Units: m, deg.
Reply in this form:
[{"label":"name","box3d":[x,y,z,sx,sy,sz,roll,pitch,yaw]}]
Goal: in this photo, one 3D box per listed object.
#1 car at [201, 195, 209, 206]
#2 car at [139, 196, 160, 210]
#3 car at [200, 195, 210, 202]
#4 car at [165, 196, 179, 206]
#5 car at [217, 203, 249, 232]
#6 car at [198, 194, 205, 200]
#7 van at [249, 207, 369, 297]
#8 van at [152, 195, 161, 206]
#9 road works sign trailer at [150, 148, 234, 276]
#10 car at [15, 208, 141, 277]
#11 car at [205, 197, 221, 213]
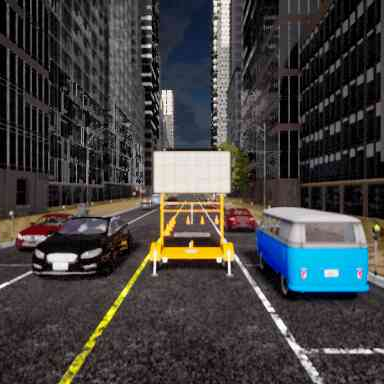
[{"label":"car","box3d":[2.697,1.512,48.116,2.008,1.369,4.403,0,0,0]},{"label":"car","box3d":[-5.684,1.520,42.428,2.008,1.369,4.403,0,0,0]},{"label":"car","box3d":[2.701,1.355,70.885,1.967,1.590,4.097,0,0,0]},{"label":"car","box3d":[-3.081,1.459,52.509,1.837,1.490,4.892,0,0,0]},{"label":"car","box3d":[2.693,1.568,19.653,1.802,1.307,4.206,0,0,0]},{"label":"car","box3d":[2.705,1.401,93.656,1.887,1.381,4.507,0,0,0]},{"label":"van","box3d":[2.691,1.335,8.269,1.690,1.788,3.998,0,0,0]},{"label":"van","box3d":[-5.682,1.293,53.813,1.690,1.788,3.998,0,0,0]},{"label":"road works sign trailer","box3d":[0.001,0.457,10.288,2.380,3.560,2.880,0,0,0]},{"label":"car","box3d":[-3.099,1.484,10.293,2.128,1.511,4.902,0,0,0]},{"label":"car","box3d":[2.695,1.557,36.731,1.802,1.307,4.206,0,0,0]}]
